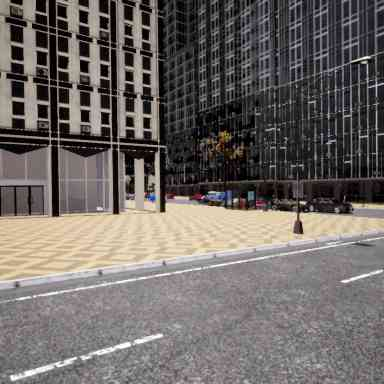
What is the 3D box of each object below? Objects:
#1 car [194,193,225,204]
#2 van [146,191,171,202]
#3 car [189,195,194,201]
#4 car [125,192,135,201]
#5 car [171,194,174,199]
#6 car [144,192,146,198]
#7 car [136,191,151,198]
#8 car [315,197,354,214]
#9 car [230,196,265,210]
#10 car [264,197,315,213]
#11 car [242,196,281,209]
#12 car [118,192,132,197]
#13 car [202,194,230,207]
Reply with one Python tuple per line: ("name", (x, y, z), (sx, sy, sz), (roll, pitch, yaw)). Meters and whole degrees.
("car", (2.813, 1.262, 50.289), (1.895, 1.301, 4.718), (-1, 1, -35))
("van", (-5.893, 0.937, 58.339), (1.690, 1.788, 3.998), (0, 1, -35))
("car", (1.004, 1.043, 63.100), (1.802, 1.307, 4.206), (0, 1, -35))
("car", (-12.350, 1.039, 67.697), (2.008, 1.369, 4.403), (0, 1, -35))
("car", (-5.452, 0.936, 72.456), (1.802, 1.307, 4.206), (0, 1, -35))
("car", (-8.681, 0.615, 77.131), (2.192, 1.841, 5.009), (0, 1, -35))
("car", (-11.909, 0.686, 81.810), (1.967, 1.590, 4.097), (0, 1, -35))
("car", (14.002, 1.345, 34.059), (1.837, 1.490, 4.892), (-1, 1, -35))
("car", (6.926, 1.388, 39.569), (1.802, 1.307, 4.206), (0, 1, -35))
("car", (10.140, 1.424, 34.879), (1.947, 1.339, 4.313), (-1, 1, -35))
("car", (8.652, 1.260, 41.812), (1.837, 1.490, 4.892), (-1, 1, -34))
("car", (-18.365, 0.688, 91.167), (2.008, 1.369, 4.403), (0, 1, -35))
("car", (3.746, 1.319, 44.280), (1.947, 1.339, 4.313), (0, 1, -35))
